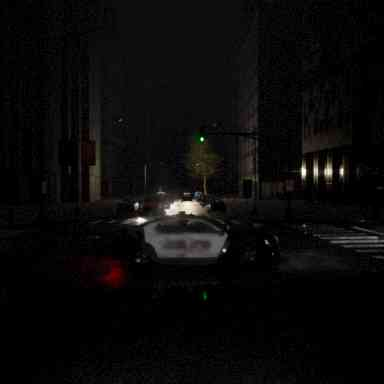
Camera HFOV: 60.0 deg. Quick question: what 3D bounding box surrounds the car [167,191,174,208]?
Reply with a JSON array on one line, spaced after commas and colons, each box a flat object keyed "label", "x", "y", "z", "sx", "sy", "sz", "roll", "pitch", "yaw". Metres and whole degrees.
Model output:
[{"label": "car", "x": -3.637, "y": 1.083, "z": 39.270, "sx": 2.097, "sy": 1.767, "sz": 4.553, "roll": 0, "pitch": 0, "yaw": -1}]

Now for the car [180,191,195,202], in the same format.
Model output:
[{"label": "car", "x": -0.911, "y": 1.083, "z": 61.192, "sx": 1.882, "sy": 1.535, "sz": 5.008, "roll": 0, "pitch": 0, "yaw": -1}]

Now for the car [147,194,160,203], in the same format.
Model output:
[{"label": "car", "x": -6.608, "y": 1.141, "z": 57.045, "sx": 1.752, "sy": 1.417, "sz": 4.829, "roll": 0, "pitch": 0, "yaw": -1}]

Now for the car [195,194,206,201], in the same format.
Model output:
[{"label": "car", "x": 1.718, "y": 1.132, "z": 69.159, "sx": 1.947, "sy": 1.339, "sz": 4.313, "roll": 0, "pitch": 0, "yaw": -1}]

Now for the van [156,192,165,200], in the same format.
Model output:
[{"label": "van", "x": -6.879, "y": 0.860, "z": 73.452, "sx": 1.690, "sy": 1.788, "sz": 3.998, "roll": 0, "pitch": 0, "yaw": -1}]

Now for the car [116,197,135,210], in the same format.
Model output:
[{"label": "car", "x": -6.196, "y": 1.318, "z": 32.242, "sx": 2.008, "sy": 1.369, "sz": 4.403, "roll": 0, "pitch": 0, "yaw": -1}]

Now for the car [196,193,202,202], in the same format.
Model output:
[{"label": "car", "x": 2.057, "y": 1.238, "z": 48.711, "sx": 2.008, "sy": 1.369, "sz": 4.403, "roll": 0, "pitch": 0, "yaw": -1}]

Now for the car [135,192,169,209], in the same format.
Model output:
[{"label": "car", "x": -3.459, "y": 1.144, "z": 29.528, "sx": 2.097, "sy": 1.767, "sz": 4.553, "roll": 0, "pitch": 0, "yaw": -2}]

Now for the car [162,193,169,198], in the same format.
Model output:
[{"label": "car", "x": -7.148, "y": 1.009, "z": 89.690, "sx": 1.802, "sy": 1.307, "sz": 4.206, "roll": 0, "pitch": 0, "yaw": -1}]

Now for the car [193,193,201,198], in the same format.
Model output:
[{"label": "car", "x": 1.367, "y": 0.996, "z": 90.310, "sx": 2.008, "sy": 1.369, "sz": 4.403, "roll": 0, "pitch": 0, "yaw": -1}]

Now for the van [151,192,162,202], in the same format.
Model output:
[{"label": "van", "x": -6.700, "y": 0.923, "z": 62.626, "sx": 1.690, "sy": 1.788, "sz": 3.998, "roll": 0, "pitch": 0, "yaw": -1}]

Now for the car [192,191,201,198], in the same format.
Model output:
[{"label": "car", "x": 1.280, "y": 0.732, "z": 95.597, "sx": 2.192, "sy": 1.841, "sz": 5.009, "roll": 0, "pitch": 0, "yaw": -1}]

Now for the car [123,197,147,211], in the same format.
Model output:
[{"label": "car", "x": -6.279, "y": 1.287, "z": 37.234, "sx": 2.008, "sy": 1.369, "sz": 4.403, "roll": 0, "pitch": 0, "yaw": -1}]

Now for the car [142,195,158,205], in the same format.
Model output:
[{"label": "car", "x": -6.521, "y": 1.213, "z": 51.803, "sx": 1.947, "sy": 1.339, "sz": 4.313, "roll": 0, "pitch": 0, "yaw": -1}]

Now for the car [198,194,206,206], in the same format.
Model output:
[{"label": "car", "x": 2.147, "y": 1.266, "z": 43.267, "sx": 1.887, "sy": 1.381, "sz": 4.507, "roll": 0, "pitch": 0, "yaw": -1}]

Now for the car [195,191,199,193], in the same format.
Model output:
[{"label": "car", "x": 1.803, "y": 1.121, "z": 64.039, "sx": 1.752, "sy": 1.417, "sz": 4.829, "roll": 0, "pitch": 0, "yaw": -1}]

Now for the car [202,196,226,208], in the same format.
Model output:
[{"label": "car", "x": 2.328, "y": 1.339, "z": 32.380, "sx": 2.008, "sy": 1.369, "sz": 4.403, "roll": 0, "pitch": 0, "yaw": -1}]

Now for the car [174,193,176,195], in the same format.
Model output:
[{"label": "car", "x": -3.845, "y": 1.251, "z": 52.405, "sx": 1.895, "sy": 1.301, "sz": 4.718, "roll": 0, "pitch": 0, "yaw": -1}]

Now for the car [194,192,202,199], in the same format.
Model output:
[{"label": "car", "x": 1.893, "y": 1.179, "z": 58.581, "sx": 2.008, "sy": 1.369, "sz": 4.403, "roll": 0, "pitch": 0, "yaw": -1}]

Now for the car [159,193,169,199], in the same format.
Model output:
[{"label": "car", "x": -7.059, "y": 1.008, "z": 84.278, "sx": 2.008, "sy": 1.369, "sz": 4.403, "roll": 0, "pitch": 0, "yaw": -1}]

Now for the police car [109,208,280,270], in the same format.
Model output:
[{"label": "police car", "x": 0.093, "y": 1.429, "z": 10.265, "sx": 4.974, "sy": 1.542, "sz": 2.038, "roll": -1, "pitch": 0, "yaw": -1}]
